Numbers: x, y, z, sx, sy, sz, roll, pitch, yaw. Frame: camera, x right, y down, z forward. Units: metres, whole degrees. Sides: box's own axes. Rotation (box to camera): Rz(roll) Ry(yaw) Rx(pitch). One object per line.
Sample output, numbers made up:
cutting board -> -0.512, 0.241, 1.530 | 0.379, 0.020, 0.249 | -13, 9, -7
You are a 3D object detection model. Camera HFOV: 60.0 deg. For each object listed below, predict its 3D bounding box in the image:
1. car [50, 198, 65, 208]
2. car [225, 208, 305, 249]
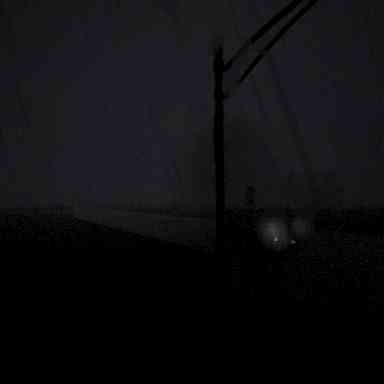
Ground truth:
car -> -27.005, 2.568, 67.524 | 1.812, 1.442, 4.674 | -1, 0, -31
car -> 3.210, 1.611, 16.246 | 2.097, 1.767, 4.553 | -1, 0, -31
